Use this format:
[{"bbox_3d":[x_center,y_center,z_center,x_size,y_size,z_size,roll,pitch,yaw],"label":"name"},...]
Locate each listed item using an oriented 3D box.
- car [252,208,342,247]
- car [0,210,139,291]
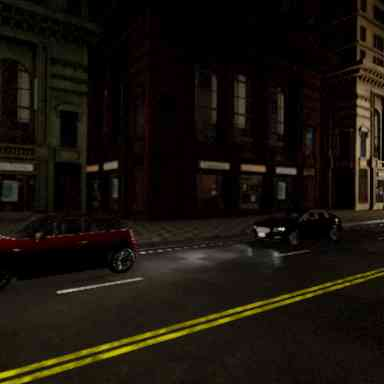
[{"bbox_3d":[4.864,1.489,15.122,4.902,1.511,2.128,0,0,-36],"label":"car"},{"bbox_3d":[-3.810,1.345,8.951,4.553,1.767,2.097,0,0,-35],"label":"car"}]
